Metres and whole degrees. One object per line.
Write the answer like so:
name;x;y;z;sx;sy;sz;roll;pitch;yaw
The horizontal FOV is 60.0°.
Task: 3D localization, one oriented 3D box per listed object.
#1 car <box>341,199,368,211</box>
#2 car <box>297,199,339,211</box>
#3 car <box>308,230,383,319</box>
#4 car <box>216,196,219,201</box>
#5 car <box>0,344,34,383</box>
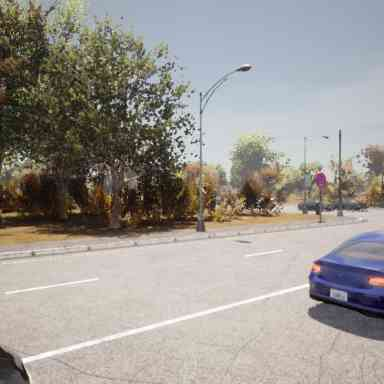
car;18.362;1.546;40.455;2.033;1.411;5.357;0;0;-32
car;14.613;1.562;39.458;1.994;1.385;4.181;0;0;-32
car;4.283;1.525;6.809;4.674;1.442;1.812;0;0;-36
car;3.980;1.458;56.278;1.812;1.442;4.674;0;1;-32
car;-3.315;1.492;1.381;4.902;1.511;2.128;0;0;-36
